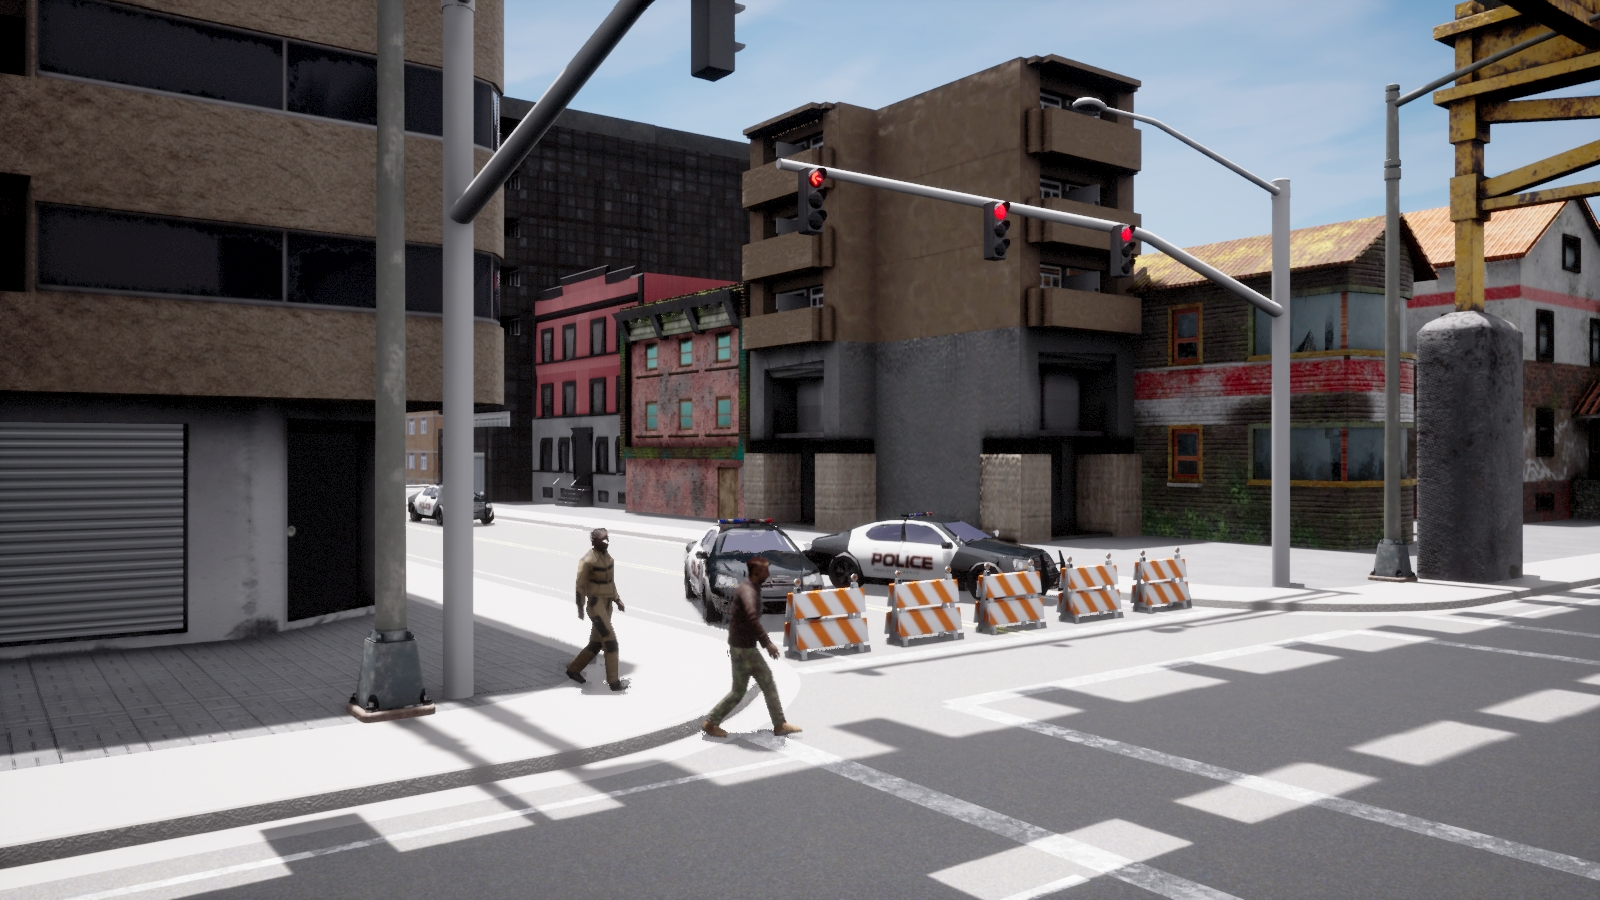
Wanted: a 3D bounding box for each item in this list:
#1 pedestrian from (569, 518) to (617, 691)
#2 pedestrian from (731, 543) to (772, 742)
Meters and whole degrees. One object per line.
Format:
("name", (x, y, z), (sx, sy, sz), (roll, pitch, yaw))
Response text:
("pedestrian", (-2.307, 1.701, 12.736), (0.375, 1.860, 0.375), (0, 0, 34))
("pedestrian", (-0.469, 1.848, 11.069), (0.375, 1.860, 0.375), (0, 0, 1))
